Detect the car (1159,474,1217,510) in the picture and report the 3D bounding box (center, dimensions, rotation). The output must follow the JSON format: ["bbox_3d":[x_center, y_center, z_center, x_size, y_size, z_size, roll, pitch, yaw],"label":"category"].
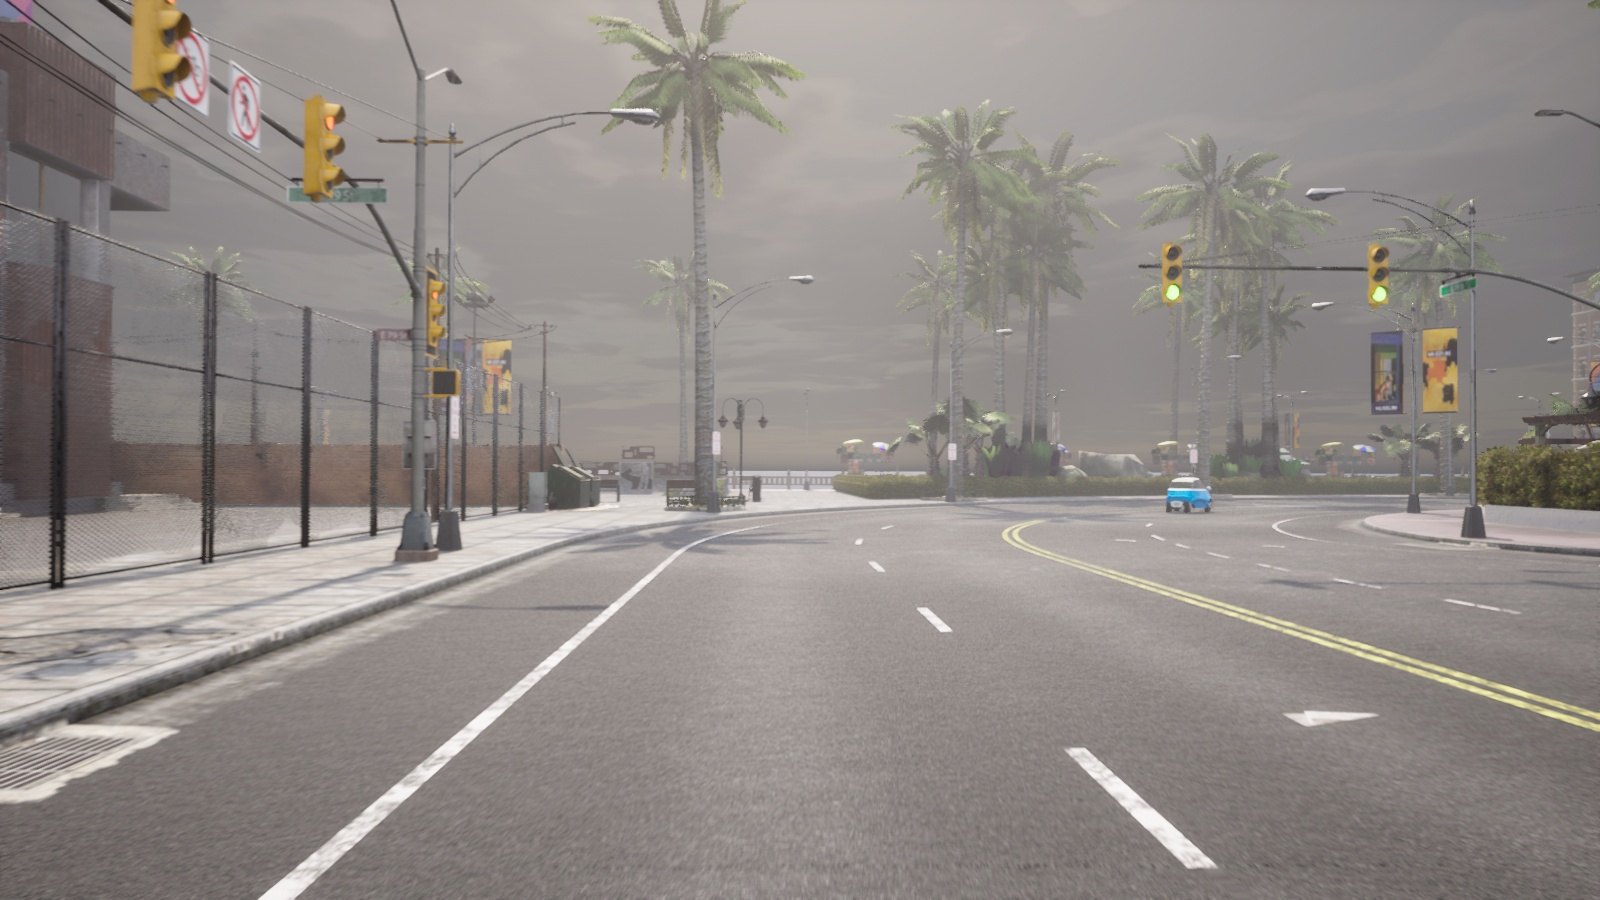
[{"bbox_3d":[15.354,1.643,49.632,1.481,1.376,2.207,-1,-1,38],"label":"car"}]
